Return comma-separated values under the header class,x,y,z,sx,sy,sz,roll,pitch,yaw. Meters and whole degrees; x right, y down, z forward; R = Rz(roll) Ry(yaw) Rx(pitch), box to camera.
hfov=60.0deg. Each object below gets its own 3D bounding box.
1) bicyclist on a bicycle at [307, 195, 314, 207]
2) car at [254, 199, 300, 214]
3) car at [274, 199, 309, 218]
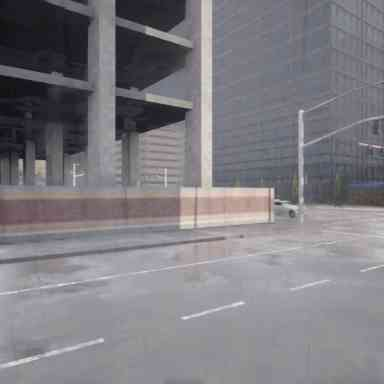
class,x,y,z,sx,sy,sz,roll,pitch,yaw
bicyclist on a bicycle,16.506,1.301,46.158,1.656,1.620,0.582,0,0,-36
car,9.094,1.526,35.972,1.812,1.442,4.674,0,0,-36
car,8.517,1.526,30.801,1.812,1.442,4.674,0,0,-36
